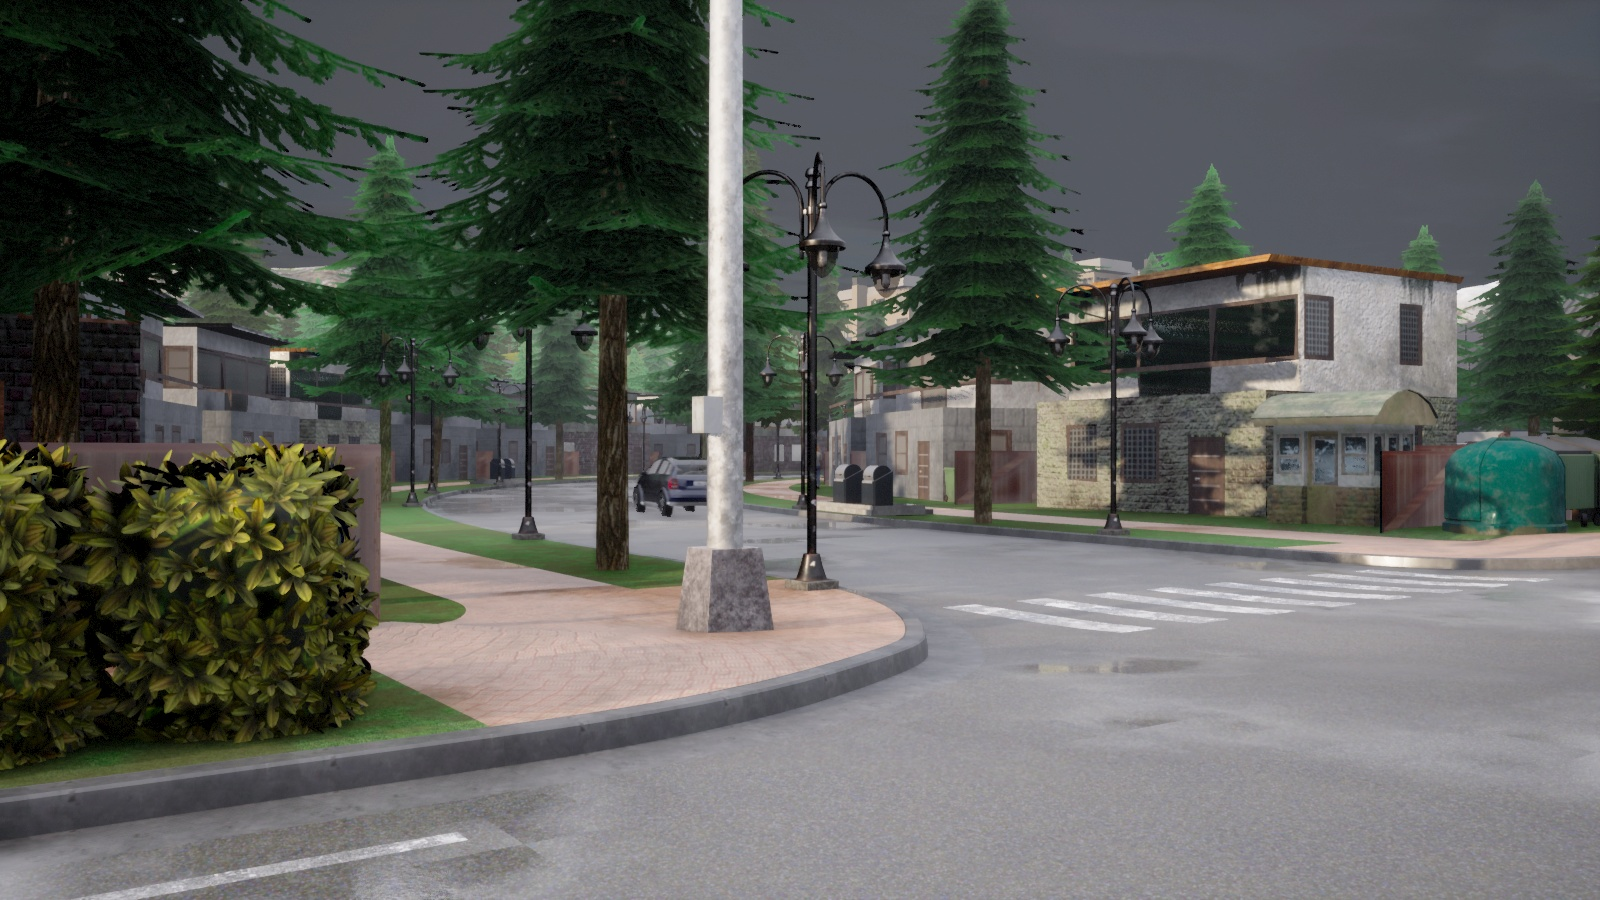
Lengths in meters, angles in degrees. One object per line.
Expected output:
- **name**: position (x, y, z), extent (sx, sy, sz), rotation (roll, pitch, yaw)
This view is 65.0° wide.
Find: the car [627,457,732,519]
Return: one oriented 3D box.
- **car**: position (-3.299, 0.970, 33.832), extent (1.789, 1.549, 3.705), rotation (0, 0, -23)
